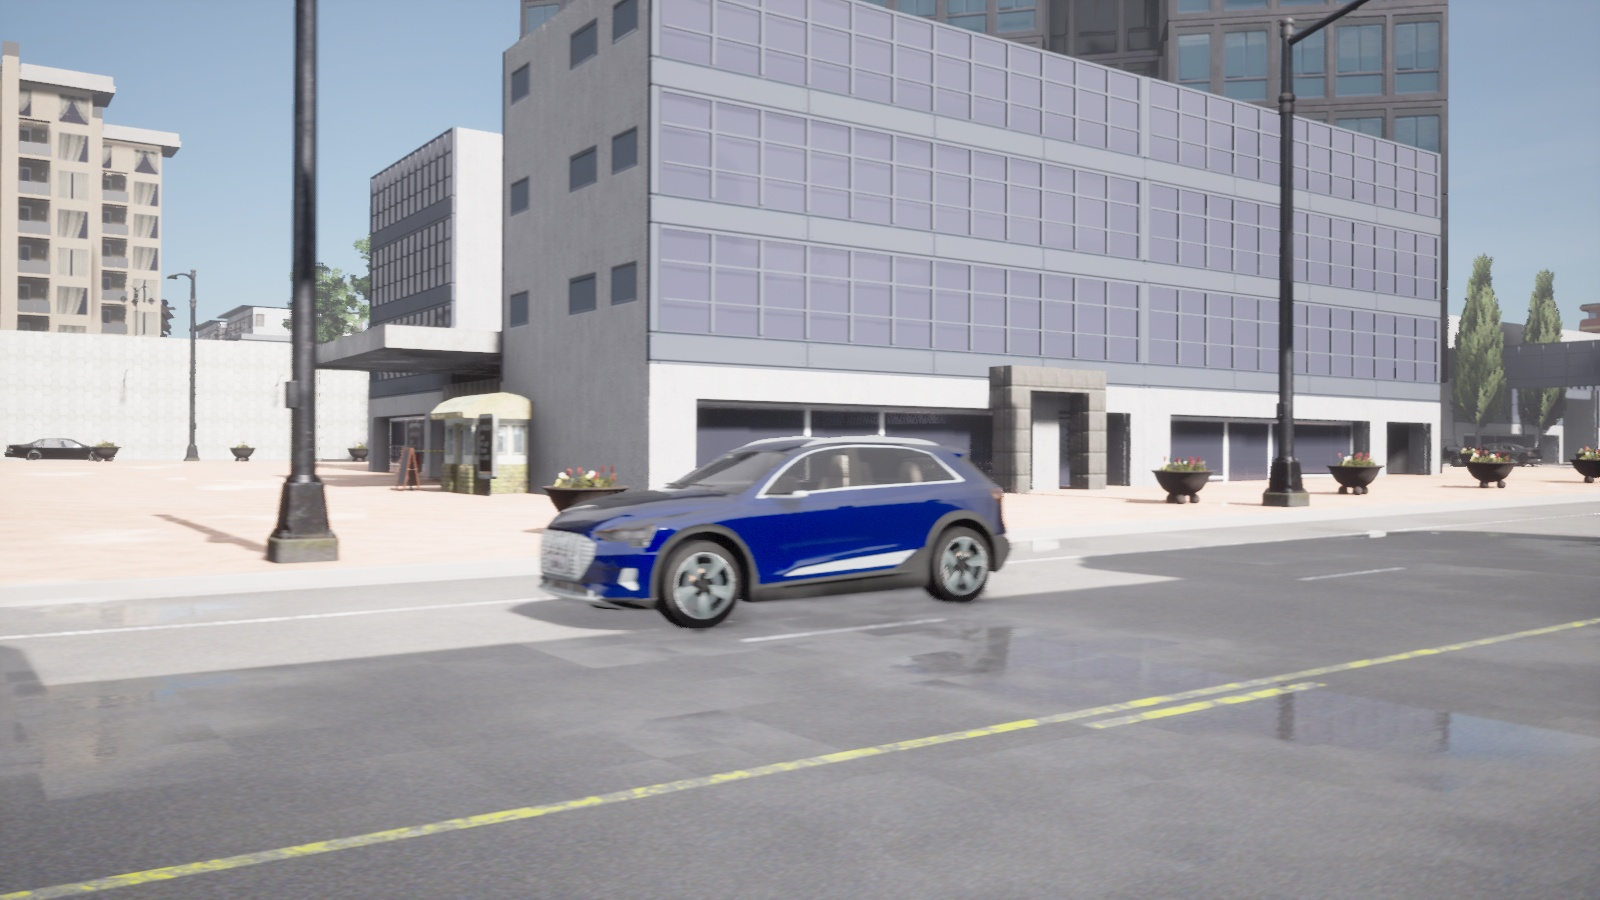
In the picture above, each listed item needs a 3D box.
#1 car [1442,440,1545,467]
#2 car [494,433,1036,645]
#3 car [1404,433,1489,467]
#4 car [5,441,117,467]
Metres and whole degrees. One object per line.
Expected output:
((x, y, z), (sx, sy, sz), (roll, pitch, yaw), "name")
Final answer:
((40.086, 0.198, 72.668), (1.837, 1.490, 4.892), (0, 0, -34), "car")
((-0.216, 0.680, 12.037), (4.856, 1.649, 2.033), (-1, 0, -35), "car")
((36.709, -0.018, 71.404), (1.905, 1.878, 3.866), (0, 0, -35), "car")
((-41.822, 0.212, 71.092), (5.357, 1.411, 2.033), (0, 0, -33), "car")
